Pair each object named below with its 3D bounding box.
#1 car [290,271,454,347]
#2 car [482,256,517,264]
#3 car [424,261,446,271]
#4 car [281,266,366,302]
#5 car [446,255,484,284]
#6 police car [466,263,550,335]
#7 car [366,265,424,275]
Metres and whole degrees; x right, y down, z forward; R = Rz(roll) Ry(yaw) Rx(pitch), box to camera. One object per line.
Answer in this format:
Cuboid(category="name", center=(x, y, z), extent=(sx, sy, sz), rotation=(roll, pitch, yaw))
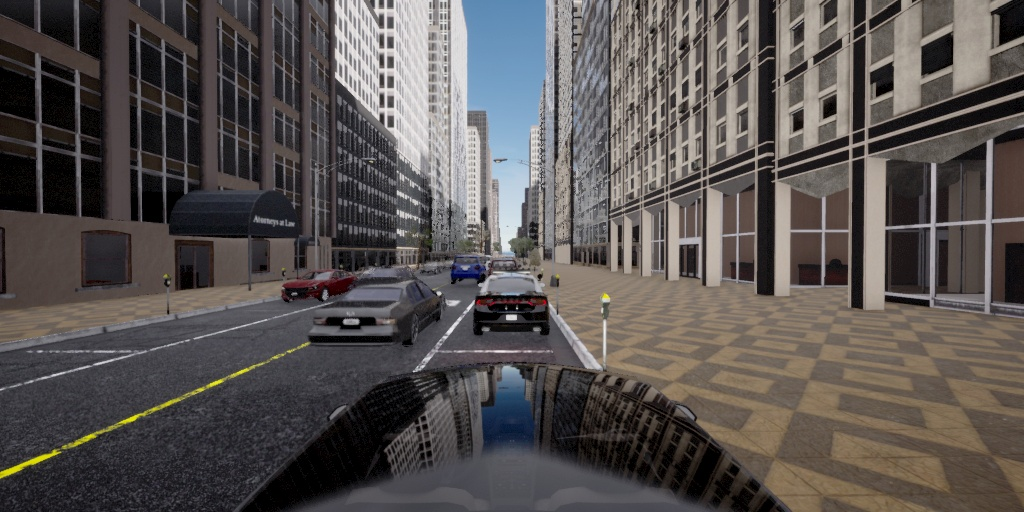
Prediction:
Cuboid(category="car", center=(-3.050, 1.296, 9.315), extent=(2.033, 1.411, 5.357), rotation=(0, 0, 0))
Cuboid(category="car", center=(-0.457, 1.061, 22.523), extent=(2.192, 1.841, 5.009), rotation=(0, 0, 0))
Cuboid(category="car", center=(-8.837, 1.293, 39.574), extent=(2.007, 1.370, 4.403), rotation=(0, 0, 0))
Cuboid(category="car", center=(-8.837, 1.292, 16.839), extent=(1.888, 1.381, 4.507), rotation=(0, 0, 0))
Cuboid(category="car", center=(-3.145, 0.966, 26.795), extent=(2.150, 2.045, 5.566), rotation=(0, 0, 0))
Cuboid(category="police car", center=(-0.012, 1.173, 10.612), extent=(1.930, 1.638, 5.238), rotation=(0, 0, 0))
Cuboid(category="car", center=(-6.247, 1.294, 17.962), extent=(2.033, 1.411, 5.357), rotation=(0, 0, 0))
